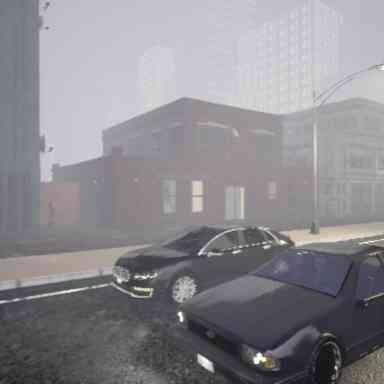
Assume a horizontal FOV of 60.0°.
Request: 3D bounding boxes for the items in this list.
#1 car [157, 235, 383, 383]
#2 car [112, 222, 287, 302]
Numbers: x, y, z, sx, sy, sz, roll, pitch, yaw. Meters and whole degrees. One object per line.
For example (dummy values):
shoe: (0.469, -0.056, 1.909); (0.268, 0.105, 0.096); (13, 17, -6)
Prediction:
car: (2.318, 1.569, 5.340); (5.357, 1.411, 2.033); (0, 0, -36)
car: (0.530, 1.526, 8.057); (4.892, 1.490, 1.837); (0, 0, -35)
